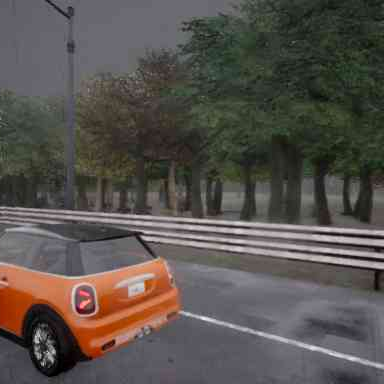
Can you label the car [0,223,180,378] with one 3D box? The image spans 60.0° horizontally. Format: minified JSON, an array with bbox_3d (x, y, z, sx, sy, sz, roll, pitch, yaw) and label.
[{"bbox_3d":[-2.481,1.326,5.752,4.553,1.767,2.097,0,0,36],"label":"car"}]
